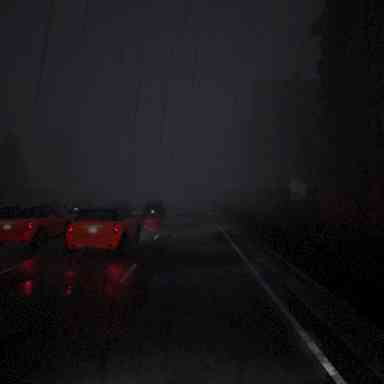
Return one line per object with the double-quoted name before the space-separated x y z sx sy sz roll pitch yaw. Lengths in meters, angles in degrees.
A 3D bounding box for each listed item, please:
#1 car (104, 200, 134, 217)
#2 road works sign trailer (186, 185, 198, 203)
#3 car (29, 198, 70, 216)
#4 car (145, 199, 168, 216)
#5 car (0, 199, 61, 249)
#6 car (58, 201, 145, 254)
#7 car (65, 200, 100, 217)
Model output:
"car" -6.903 1.501 31.836 1.994 1.385 4.181 0 0 0
"road works sign trailer" -0.004 0.332 67.272 2.380 3.560 2.880 0 0 0
"car" -13.902 1.413 32.783 1.882 1.535 5.008 0 0 0
"car" -3.402 1.443 31.298 1.837 1.490 4.892 0 0 0
"car" -6.901 1.323 14.597 2.097 1.767 4.553 0 0 0
"car" -3.402 1.326 13.532 2.097 1.767 4.553 0 0 0
"car" -10.403 1.501 31.836 1.994 1.385 4.181 0 0 0
